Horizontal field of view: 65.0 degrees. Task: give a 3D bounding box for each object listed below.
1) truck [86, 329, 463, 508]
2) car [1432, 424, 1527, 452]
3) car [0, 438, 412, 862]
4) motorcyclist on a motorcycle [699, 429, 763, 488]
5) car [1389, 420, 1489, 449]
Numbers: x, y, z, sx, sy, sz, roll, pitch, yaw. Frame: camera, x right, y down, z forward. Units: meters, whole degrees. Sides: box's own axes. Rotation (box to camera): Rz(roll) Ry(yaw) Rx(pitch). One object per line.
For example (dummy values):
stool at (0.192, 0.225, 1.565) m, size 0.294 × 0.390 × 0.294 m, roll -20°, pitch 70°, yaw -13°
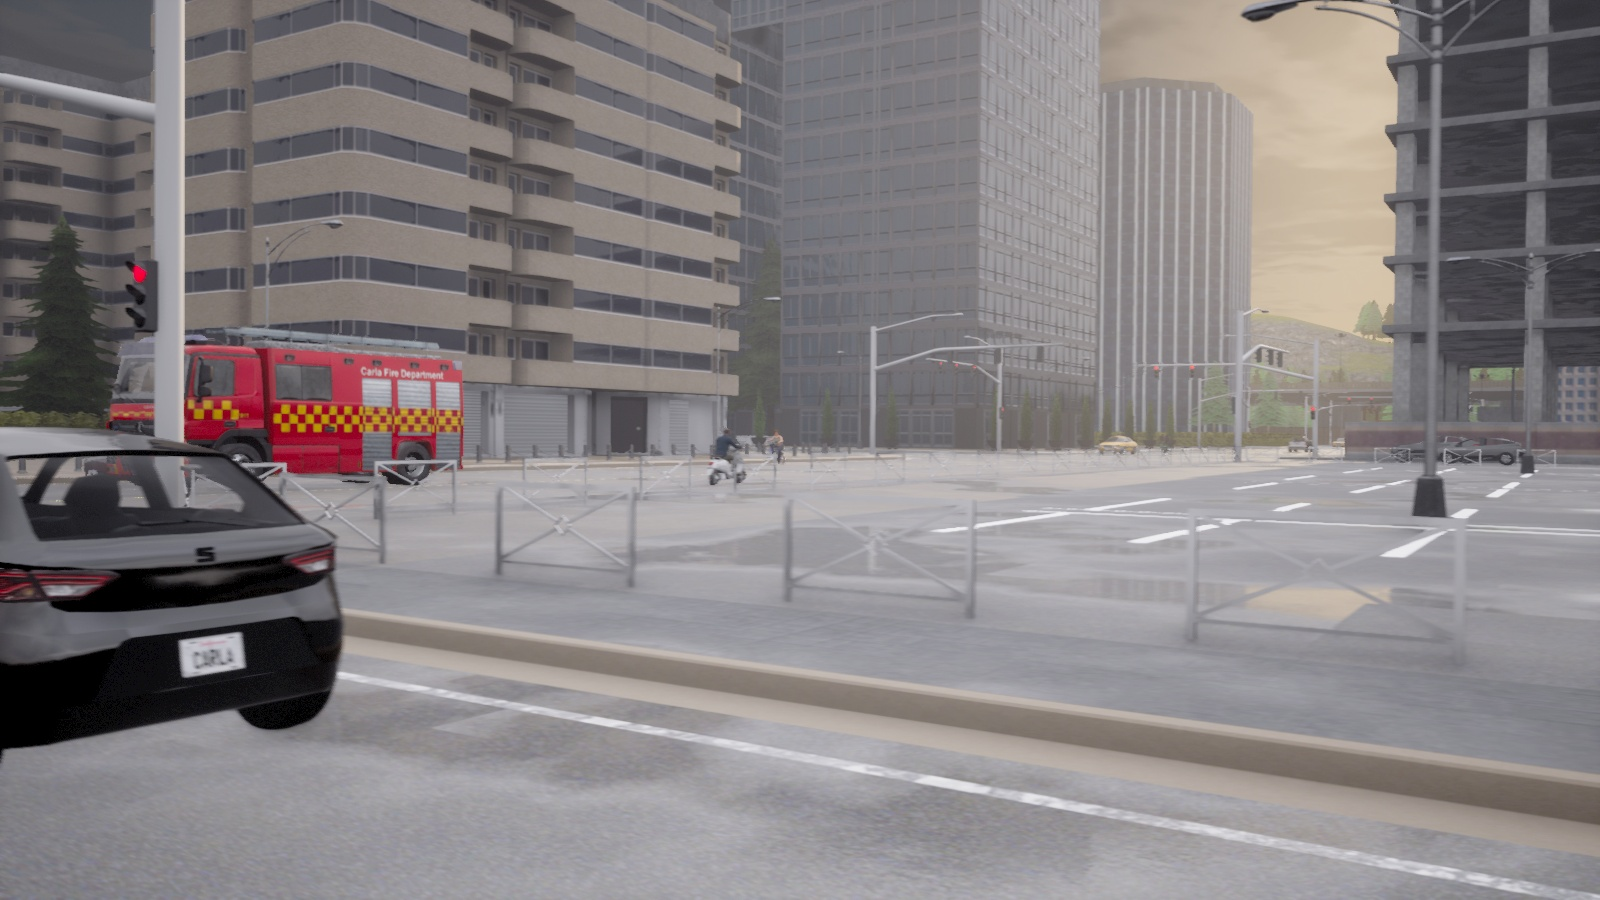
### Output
truck at (-12.631, -0.746, 31.185) m, size 2.891 × 3.827 × 8.468 m, roll 0°, pitch 1°, yaw 32°
car at (37.521, -0.666, 69.354) m, size 4.514 × 1.525 × 2.007 m, roll 0°, pitch 1°, yaw 32°
car at (-4.087, 0.696, 6.297) m, size 4.193 × 1.474 × 1.816 m, roll 0°, pitch 1°, yaw 33°
motorcyclist on a motorcycle at (-1.919, 0.222, 35.117) m, size 0.866 × 1.590 × 1.817 m, roll 0°, pitch 1°, yaw 32°
car at (37.405, -0.891, 73.540) m, size 5.027 × 1.651 × 2.152 m, roll 0°, pitch 1°, yaw 32°
